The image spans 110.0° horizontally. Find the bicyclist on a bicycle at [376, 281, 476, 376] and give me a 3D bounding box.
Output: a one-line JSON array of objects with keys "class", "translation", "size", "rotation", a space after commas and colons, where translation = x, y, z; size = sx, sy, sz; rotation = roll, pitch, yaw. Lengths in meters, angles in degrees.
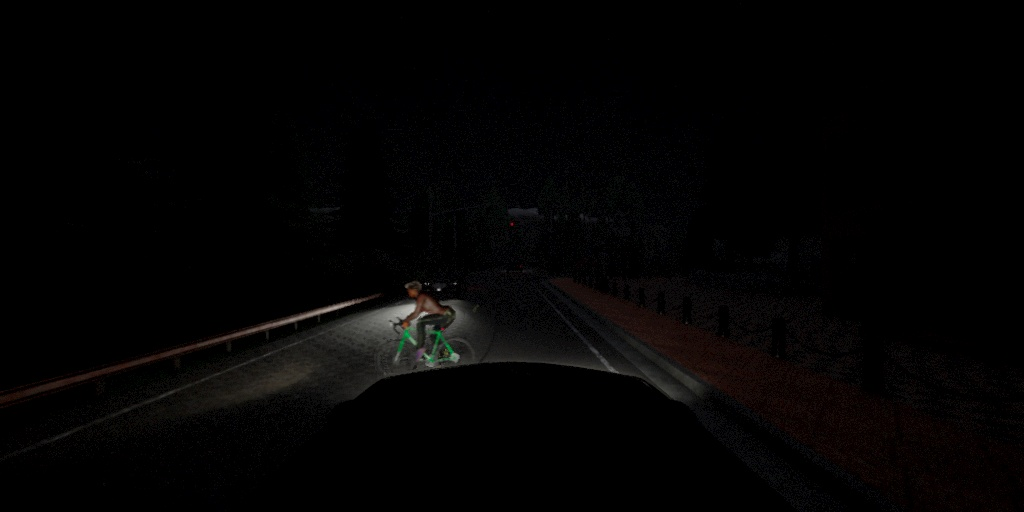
[{"class": "bicyclist on a bicycle", "translation": [-1.430, 1.230, 5.882], "size": [1.656, 1.620, 0.582], "rotation": [-2, 0, 0]}]

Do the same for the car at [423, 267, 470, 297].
[{"class": "car", "translation": [-3.462, 1.359, 19.584], "size": [2.128, 1.511, 4.902], "rotation": [0, 0, 1]}]

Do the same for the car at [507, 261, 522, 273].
[{"class": "car", "translation": [0.327, 1.415, 49.438], "size": [2.097, 1.767, 4.553], "rotation": [0, 0, 0]}]
